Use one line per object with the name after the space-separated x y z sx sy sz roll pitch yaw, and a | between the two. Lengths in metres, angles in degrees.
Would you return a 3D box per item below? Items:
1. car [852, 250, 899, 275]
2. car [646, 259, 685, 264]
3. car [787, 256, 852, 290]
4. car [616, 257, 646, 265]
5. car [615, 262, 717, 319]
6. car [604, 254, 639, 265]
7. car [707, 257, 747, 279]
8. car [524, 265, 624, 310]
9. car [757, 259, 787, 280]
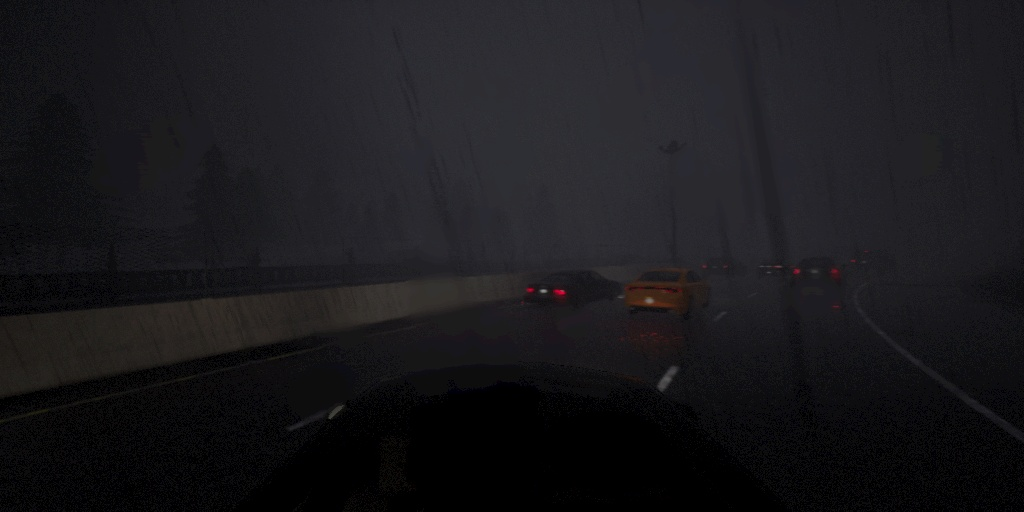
30.613 0.529 30.353 5.566 2.045 2.150 -1 0 -33 | car
16.764 1.038 38.051 4.892 1.490 1.837 0 0 -36 | car
17.281 0.854 20.075 4.553 1.767 2.097 -1 0 -44 | car
14.311 1.099 40.588 4.674 1.442 1.812 -1 0 -36 | car
5.600 1.153 12.602 1.882 1.535 5.008 -1 0 38 | car
13.843 0.809 44.599 5.566 2.045 2.150 0 0 -36 | car
17.585 0.861 29.596 4.553 1.767 2.097 -1 0 -40 | car
2.678 1.271 14.633 2.033 1.411 5.357 -1 0 39 | car
20.452 0.953 27.429 4.902 1.511 2.128 -1 0 -39 | car
